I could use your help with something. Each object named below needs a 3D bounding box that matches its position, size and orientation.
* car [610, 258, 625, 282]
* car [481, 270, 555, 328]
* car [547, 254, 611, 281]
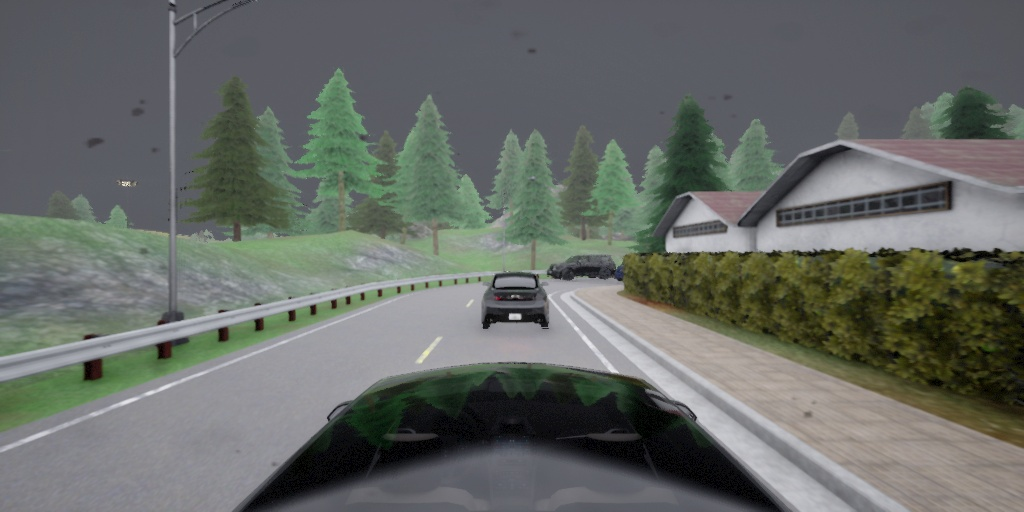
[{"bbox_3d":[9.817,1.031,25.708,4.553,1.767,2.097,0,0,-14],"label":"car"},{"bbox_3d":[0.111,1.234,11.286,1.837,1.490,4.892,0,1,1],"label":"car"},{"bbox_3d":[5.522,0.895,28.489,5.566,2.045,2.150,0,-1,-20],"label":"car"}]
